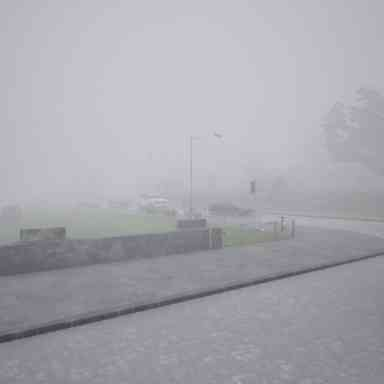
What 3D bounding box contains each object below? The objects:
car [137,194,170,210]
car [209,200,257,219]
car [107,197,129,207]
[{"bbox_3d":[-4.869,1.223,41.073,2.150,2.045,5.566,0,0,-36],"label":"car"},{"bbox_3d":[3.525,1.477,29.300,1.882,1.535,5.008,0,0,-36],"label":"car"},{"bbox_3d":[-11.119,1.478,49.891,1.882,1.535,5.008,0,0,-35],"label":"car"}]
